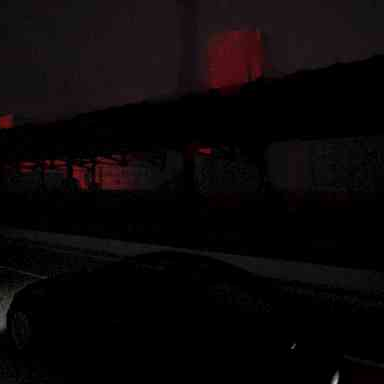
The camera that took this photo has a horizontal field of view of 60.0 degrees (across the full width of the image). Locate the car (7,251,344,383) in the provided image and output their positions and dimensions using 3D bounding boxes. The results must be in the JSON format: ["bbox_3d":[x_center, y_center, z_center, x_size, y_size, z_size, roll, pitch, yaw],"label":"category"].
[{"bbox_3d":[-0.564,1.540,4.394,4.674,1.442,1.812,0,0,36],"label":"car"}]
